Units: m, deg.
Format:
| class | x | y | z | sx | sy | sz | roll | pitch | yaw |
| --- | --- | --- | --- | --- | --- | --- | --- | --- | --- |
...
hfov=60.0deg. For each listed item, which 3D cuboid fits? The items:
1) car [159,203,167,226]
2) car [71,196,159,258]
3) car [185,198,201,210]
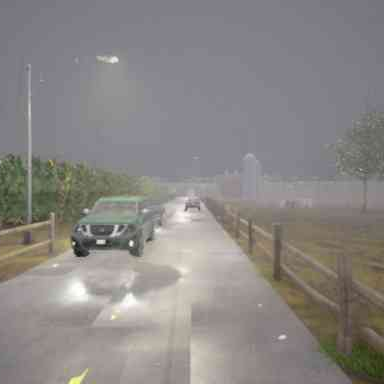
| class | x | y | z | sx | sy | sz | roll | pitch | yaw |
| --- | --- | --- | --- | --- | --- | --- | --- | --- | --- |
| car | -2.739 | 1.469 | 22.806 | 2.033 | 1.411 | 5.357 | 0 | 0 | 0 |
| car | -2.780 | 1.181 | 13.010 | 2.150 | 2.045 | 5.566 | 0 | 0 | 1 |
| car | 0.100 | 1.394 | 39.418 | 2.033 | 1.411 | 5.357 | 0 | 0 | 0 |
